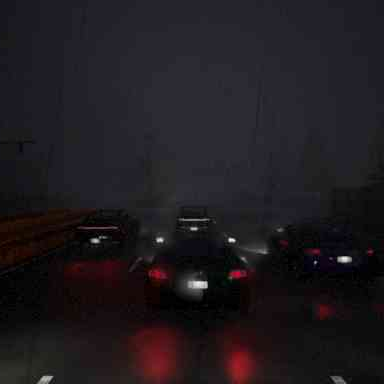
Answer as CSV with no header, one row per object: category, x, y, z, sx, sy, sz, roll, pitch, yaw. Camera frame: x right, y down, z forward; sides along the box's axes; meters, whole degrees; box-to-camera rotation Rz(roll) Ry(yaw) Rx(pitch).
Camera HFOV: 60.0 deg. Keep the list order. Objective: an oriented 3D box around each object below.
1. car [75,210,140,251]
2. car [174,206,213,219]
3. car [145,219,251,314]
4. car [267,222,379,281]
car,-3.406,1.492,14.139,2.128,1.511,4.902,0,0,0
car,0.093,1.492,17.672,2.128,1.511,4.902,0,0,0
car,0.097,1.564,7.723,1.994,1.385,4.181,0,0,0
car,3.600,1.564,9.880,1.994,1.385,4.181,0,0,0
